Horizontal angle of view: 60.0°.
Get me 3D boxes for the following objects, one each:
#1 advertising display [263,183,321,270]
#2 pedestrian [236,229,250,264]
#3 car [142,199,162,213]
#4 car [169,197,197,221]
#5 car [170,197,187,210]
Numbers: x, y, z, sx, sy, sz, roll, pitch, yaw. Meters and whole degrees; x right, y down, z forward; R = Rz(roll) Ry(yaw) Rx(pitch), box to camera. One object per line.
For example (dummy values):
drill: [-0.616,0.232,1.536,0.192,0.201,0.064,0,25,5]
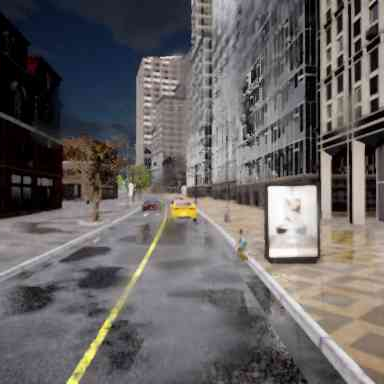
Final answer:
advertising display: [2.882,0.984,9.625,1.540,2.440,0.280,-1,-1,-1]
pedestrian: [1.522,1.631,10.089,0.500,1.100,0.500,1,-1,-4]
car: [-4.181,1.408,35.211,1.994,1.385,4.181,0,0,-4]
car: [-0.681,1.366,25.784,1.882,1.535,5.008,0,0,-3]
car: [-1.650,1.348,40.091,1.812,1.442,4.674,0,0,-5]
